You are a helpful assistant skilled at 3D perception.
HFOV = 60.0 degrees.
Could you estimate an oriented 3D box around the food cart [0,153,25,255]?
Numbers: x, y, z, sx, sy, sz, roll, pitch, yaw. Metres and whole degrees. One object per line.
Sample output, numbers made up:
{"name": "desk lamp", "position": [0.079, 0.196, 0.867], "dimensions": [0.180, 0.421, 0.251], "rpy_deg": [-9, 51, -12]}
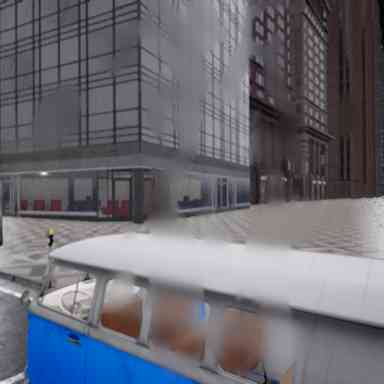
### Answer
{"name": "food cart", "position": [-8.793, 0.445, 12.844], "dimensions": [4.660, 3.560, 2.280], "rpy_deg": [-1, 0, 36]}

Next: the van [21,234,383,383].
{"name": "van", "position": [0.260, 1.338, 2.678], "dimensions": [3.998, 1.788, 1.690], "rpy_deg": [0, -1, 36]}
